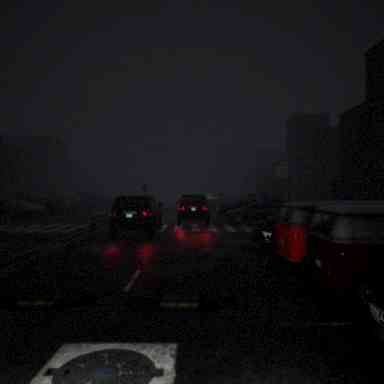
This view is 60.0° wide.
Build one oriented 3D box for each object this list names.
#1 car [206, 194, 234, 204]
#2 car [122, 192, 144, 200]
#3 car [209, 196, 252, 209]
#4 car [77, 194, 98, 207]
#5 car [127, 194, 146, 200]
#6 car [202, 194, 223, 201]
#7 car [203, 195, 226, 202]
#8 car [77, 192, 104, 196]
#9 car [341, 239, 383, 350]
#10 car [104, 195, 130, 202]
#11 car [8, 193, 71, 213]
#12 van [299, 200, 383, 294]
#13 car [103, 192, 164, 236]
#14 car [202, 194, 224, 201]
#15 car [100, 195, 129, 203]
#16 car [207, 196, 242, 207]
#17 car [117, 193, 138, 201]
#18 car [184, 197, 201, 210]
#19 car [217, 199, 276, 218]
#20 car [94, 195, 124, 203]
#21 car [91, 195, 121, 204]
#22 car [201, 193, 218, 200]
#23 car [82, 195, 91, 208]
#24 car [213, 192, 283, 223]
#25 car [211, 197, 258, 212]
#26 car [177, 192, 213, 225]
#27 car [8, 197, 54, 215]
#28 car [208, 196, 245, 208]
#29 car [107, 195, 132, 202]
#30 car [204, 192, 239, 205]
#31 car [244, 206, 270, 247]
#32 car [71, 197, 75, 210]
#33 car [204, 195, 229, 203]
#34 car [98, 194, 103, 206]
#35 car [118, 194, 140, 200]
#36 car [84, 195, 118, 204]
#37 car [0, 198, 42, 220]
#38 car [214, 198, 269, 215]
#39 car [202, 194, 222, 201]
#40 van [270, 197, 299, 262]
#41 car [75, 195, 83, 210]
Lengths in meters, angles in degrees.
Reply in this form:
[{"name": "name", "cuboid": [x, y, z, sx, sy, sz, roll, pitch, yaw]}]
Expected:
[{"name": "car", "cuboid": [4.798, 1.197, 57.052, 4.553, 1.767, 2.185, 0, 0, 0]}, {"name": "car", "cuboid": [-15.577, 1.071, 88.172, 5.566, 2.045, 2.435, 0, 0, 0]}, {"name": "car", "cuboid": [4.911, 1.356, 43.122, 5.366, 1.575, 1.946, 0, 0, 0]}, {"name": "car", "cuboid": [-15.548, 1.366, 44.053, 5.008, 1.535, 2.097, 0, 0, 0]}, {"name": "car", "cuboid": [-15.573, 1.368, 93.686, 4.792, 1.488, 2.163, 0, 0, 0]}, {"name": "car", "cuboid": [4.859, 1.341, 79.376, 4.792, 1.488, 2.163, 0, 0, 0]}, {"name": "car", "cuboid": [4.804, 1.349, 71.038, 4.674, 1.452, 2.002, 0, 0, 0]}, {"name": "car", "cuboid": [-15.534, 1.082, 52.324, 5.566, 2.045, 2.435, 0, 0, 0]}, {"name": "car", "cuboid": [4.711, 1.511, 4.218, 4.674, 1.452, 2.002, 0, 0, 0]}, {"name": "car", "cuboid": [-15.539, 1.332, 68.872, 4.792, 1.488, 2.163, 0, 0, 0]}, {"name": "car", "cuboid": [-15.515, 1.167, 33.022, 5.566, 2.045, 2.435, 0, 0, 0]}, {"name": "van", "cuboid": [4.825, 1.239, 6.997, 4.442, 1.987, 1.878, 0, 0, 0]}, {"name": "car", "cuboid": [-2.904, 1.179, 18.103, 2.150, 2.045, 5.566, 0, 0, 0]}, {"name": "car", "cuboid": [4.816, 1.309, 76.471, 5.008, 1.535, 2.097, 0, 0, 0]}, {"name": "car", "cuboid": [-15.385, 1.302, 66.115, 5.366, 1.575, 1.946, 0, 0, 0]}, {"name": "car", "cuboid": [4.712, 1.371, 48.680, 4.792, 1.488, 2.163, 0, 0, 0]}, {"name": "car", "cuboid": [-15.526, 1.181, 79.901, 4.553, 1.767, 2.185, 0, 0, 0]}, {"name": "car", "cuboid": [0.113, 1.430, 42.003, 2.033, 1.411, 5.357, 0, 0, 0]}, {"name": "car", "cuboid": [4.698, 1.406, 29.234, 4.892, 1.521, 2.231, 0, 0, 0]}, {"name": "car", "cuboid": [-15.758, 1.304, 63.352, 5.366, 1.575, 1.946, 0, 0, 0]}, {"name": "car", "cuboid": [-15.599, 1.342, 60.596, 4.792, 1.488, 2.163, 0, 0, 0]}, {"name": "car", "cuboid": [4.835, 1.203, 90.484, 4.553, 1.767, 2.185, 0, 0, 0]}, {"name": "car", "cuboid": [-15.549, 1.419, 41.296, 4.674, 1.452, 2.002, 0, 0, 0]}, {"name": "car", "cuboid": [4.676, 1.163, 26.454, 5.566, 2.045, 2.435, 0, 0, 0]}, {"name": "car", "cuboid": [4.715, 1.377, 37.689, 5.008, 1.535, 2.097, 0, 0, 0]}, {"name": "car", "cuboid": [0.093, 1.165, 23.608, 2.150, 2.045, 5.566, 0, 0, 0]}, {"name": "car", "cuboid": [-15.543, 1.471, 30.265, 4.674, 1.452, 2.002, 0, 0, 0]}, {"name": "car", "cuboid": [4.704, 1.379, 45.902, 4.792, 1.488, 2.163, 0, 0, 0]}, {"name": "car", "cuboid": [-15.536, 1.331, 71.628, 4.792, 1.488, 2.163, 0, 0, 0]}, {"name": "car", "cuboid": [4.786, 1.076, 54.240, 5.566, 2.045, 2.435, 0, 0, 0]}, {"name": "car", "cuboid": [4.701, 1.453, 12.557, 4.892, 1.521, 2.231, 0, 0, 0]}, {"name": "car", "cuboid": [-15.515, 1.280, 35.780, 4.553, 1.767, 2.185, 0, 0, 0]}, {"name": "car", "cuboid": [4.797, 1.312, 65.479, 4.892, 1.521, 2.231, 0, 0, 0]}, {"name": "car", "cuboid": [-15.559, 1.394, 46.811, 4.674, 1.452, 2.002, 0, 0, 0]}, {"name": "car", "cuboid": [-15.549, 1.310, 82.658, 5.008, 1.535, 2.097, 0, 0, 0]}, {"name": "car", "cuboid": [-15.753, 1.315, 57.837, 5.366, 1.575, 1.946, 0, 0, 0]}, {"name": "car", "cuboid": [-15.508, 1.472, 27.507, 4.792, 1.488, 2.163, 0, 0, 0]}, {"name": "car", "cuboid": [4.709, 1.396, 32.014, 5.008, 1.535, 2.097, 0, 0, 0]}, {"name": "car", "cuboid": [4.832, 1.316, 82.154, 4.892, 1.521, 2.231, 0, 0, 0]}, {"name": "van", "cuboid": [4.825, 1.233, 9.777, 4.442, 1.987, 1.878, 0, 0, 0]}, {"name": "car", "cuboid": [-15.546, 1.433, 38.408, 4.674, 1.452, 2.002, 0, 0, 0]}]
